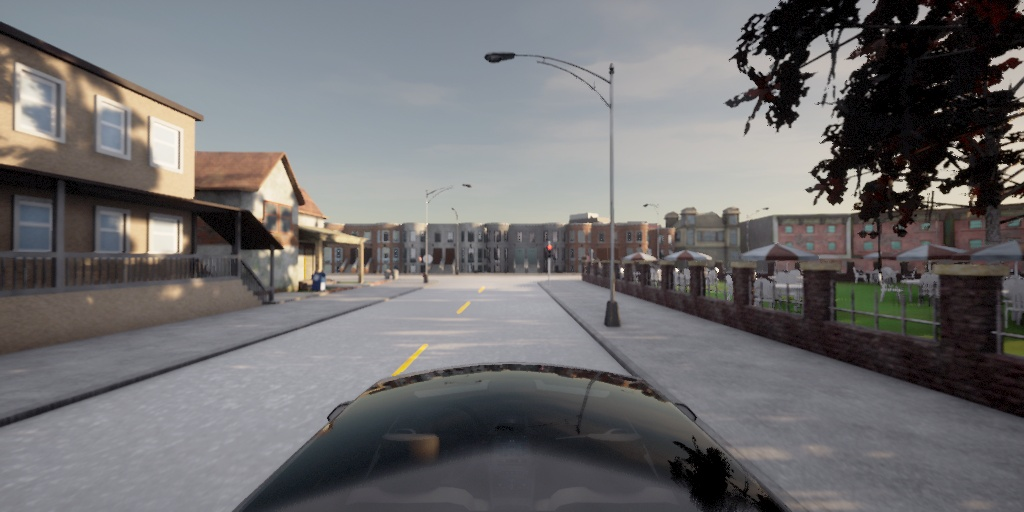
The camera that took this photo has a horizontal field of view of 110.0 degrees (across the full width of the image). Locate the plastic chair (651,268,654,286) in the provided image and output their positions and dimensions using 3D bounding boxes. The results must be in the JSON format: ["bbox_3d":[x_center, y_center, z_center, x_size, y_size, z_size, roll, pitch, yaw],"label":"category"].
[{"bbox_3d":[10.422,1.573,26.275,0.750,1.272,0.730,0,0,-40],"label":"plastic chair"}]

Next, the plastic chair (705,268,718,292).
[{"bbox_3d":[11.420,1.487,21.045,0.750,1.272,0.730,0,0,-40],"label":"plastic chair"}]

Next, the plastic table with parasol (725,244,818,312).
[{"bbox_3d":[9.975,0.798,13.602,2.482,2.480,2.482,0,0,-40],"label":"plastic table with parasol"}]

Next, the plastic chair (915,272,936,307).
[{"bbox_3d":[16.948,1.410,14.438,0.730,1.272,0.750,0,0,-34],"label":"plastic chair"}]

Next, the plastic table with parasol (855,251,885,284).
[{"bbox_3d":[28.269,0.877,27.313,2.482,2.480,2.482,0,0,-38],"label":"plastic table with parasol"}]

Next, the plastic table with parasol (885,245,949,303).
[{"bbox_3d":[17.941,0.751,15.282,2.482,2.480,2.482,0,0,-39],"label":"plastic table with parasol"}]

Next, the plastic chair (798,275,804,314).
[{"bbox_3d":[10.707,1.415,12.605,0.750,1.272,0.730,0,0,-40],"label":"plastic chair"}]

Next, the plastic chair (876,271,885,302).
[{"bbox_3d":[17.192,1.435,16.290,0.750,1.272,0.730,0,0,-41],"label":"plastic chair"}]

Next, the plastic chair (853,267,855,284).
[{"bbox_3d":[27.545,1.525,28.298,0.750,1.272,0.730,0,0,-40],"label":"plastic chair"}]

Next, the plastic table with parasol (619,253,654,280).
[{"bbox_3d":[9.689,0.980,27.273,2.482,2.480,2.482,0,0,-40],"label":"plastic table with parasol"}]

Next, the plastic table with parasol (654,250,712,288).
[{"bbox_3d":[10.688,0.899,22.043,2.482,2.480,2.482,0,0,-40],"label":"plastic table with parasol"}]

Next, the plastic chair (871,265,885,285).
[{"bbox_3d":[27.255,1.504,26.367,0.730,1.272,0.750,0,0,-32],"label":"plastic chair"}]

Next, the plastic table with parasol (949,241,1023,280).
[{"bbox_3d":[15.294,0.782,10.862,2.482,2.480,2.482,0,0,-40],"label":"plastic table with parasol"}]

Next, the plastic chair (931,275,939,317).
[{"bbox_3d":[14.550,1.391,11.894,0.750,1.272,0.730,0,0,-40],"label":"plastic chair"}]

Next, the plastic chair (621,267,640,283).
[{"bbox_3d":[8.716,1.575,26.372,0.730,1.272,0.750,0,0,-35],"label":"plastic chair"}]

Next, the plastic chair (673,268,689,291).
[{"bbox_3d":[9.714,1.494,21.142,0.730,1.272,0.750,0,0,-35],"label":"plastic chair"}]

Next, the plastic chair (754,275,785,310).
[{"bbox_3d":[9.001,1.421,12.703,0.730,1.272,0.750,0,0,-35],"label":"plastic chair"}]

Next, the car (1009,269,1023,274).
[{"bbox_3d":[47.747,1.514,36.451,1.895,1.301,4.718,0,-1,-32],"label":"car"}]

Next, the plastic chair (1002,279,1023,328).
[{"bbox_3d":[14.320,1.385,9.961,0.730,1.272,0.750,0,0,-35],"label":"plastic chair"}]
